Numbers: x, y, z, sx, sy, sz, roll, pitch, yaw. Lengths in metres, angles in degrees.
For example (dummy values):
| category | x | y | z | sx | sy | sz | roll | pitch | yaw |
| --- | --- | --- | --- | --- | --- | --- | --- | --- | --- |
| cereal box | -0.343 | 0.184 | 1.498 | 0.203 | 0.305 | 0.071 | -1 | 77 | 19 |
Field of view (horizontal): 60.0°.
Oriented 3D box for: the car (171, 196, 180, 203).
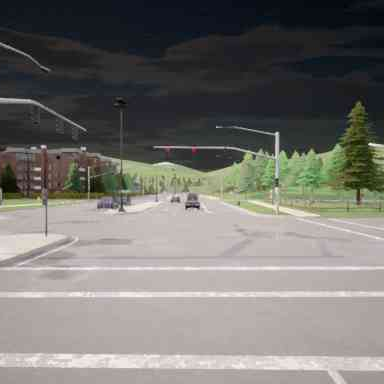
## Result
| category | x | y | z | sx | sy | sz | roll | pitch | yaw |
| --- | --- | --- | --- | --- | --- | --- | --- | --- | --- |
| car | -3.403 | 1.491 | 68.942 | 2.128 | 1.511 | 4.902 | 0 | 0 | 0 |

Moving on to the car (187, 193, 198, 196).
| category | x | y | z | sx | sy | sz | roll | pitch | yaw |
| --- | --- | --- | --- | --- | --- | --- | --- | --- | --- |
| car | 0.097 | 1.221 | 68.969 | 2.150 | 2.045 | 5.566 | 0 | 0 | 0 |

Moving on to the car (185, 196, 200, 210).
| category | x | y | z | sx | sy | sz | roll | pitch | yaw |
| --- | --- | --- | --- | --- | --- | --- | --- | --- | --- |
| car | 0.061 | 1.601 | 43.533 | 1.895 | 1.301 | 4.718 | 0 | 0 | 0 |

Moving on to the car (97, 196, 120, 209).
| category | x | y | z | sx | sy | sz | roll | pitch | yaw |
| --- | --- | --- | --- | --- | --- | --- | --- | --- | --- |
| car | -11.490 | 1.352 | 45.661 | 2.097 | 1.767 | 4.553 | 0 | 0 | 1 |

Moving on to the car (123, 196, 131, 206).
| category | x | y | z | sx | sy | sz | roll | pitch | yaw |
| --- | --- | --- | --- | --- | --- | --- | --- | --- | --- |
| car | -11.466 | 1.505 | 55.931 | 1.837 | 1.490 | 4.892 | 0 | 0 | 1 |
